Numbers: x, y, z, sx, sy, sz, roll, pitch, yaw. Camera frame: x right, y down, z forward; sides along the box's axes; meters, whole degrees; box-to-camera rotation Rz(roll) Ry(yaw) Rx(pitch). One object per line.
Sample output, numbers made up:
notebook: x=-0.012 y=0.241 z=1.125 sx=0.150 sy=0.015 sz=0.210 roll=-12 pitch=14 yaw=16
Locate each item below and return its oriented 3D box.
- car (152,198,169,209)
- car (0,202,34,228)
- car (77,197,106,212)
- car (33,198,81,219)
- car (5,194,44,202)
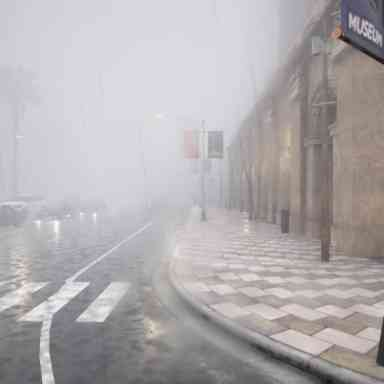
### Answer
car: x=-4.256 y=1.505 z=44.903 sx=1.882 sy=1.535 sz=5.008 roll=0 pitch=0 yaw=1
car: x=-11.857 y=1.547 z=19.743 sx=2.033 sy=1.411 sz=5.357 roll=0 pitch=0 yaw=1
car: x=-11.469 y=1.526 z=39.057 sx=1.812 sy=1.442 sz=4.674 roll=0 pitch=0 yaw=1
car: x=-11.700 y=1.526 z=29.170 sx=1.812 sy=1.442 sz=4.674 roll=0 pitch=0 yaw=1
car: x=-15.189 y=1.221 z=29.983 sx=2.150 sy=2.045 sz=5.566 roll=0 pitch=0 yaw=1
